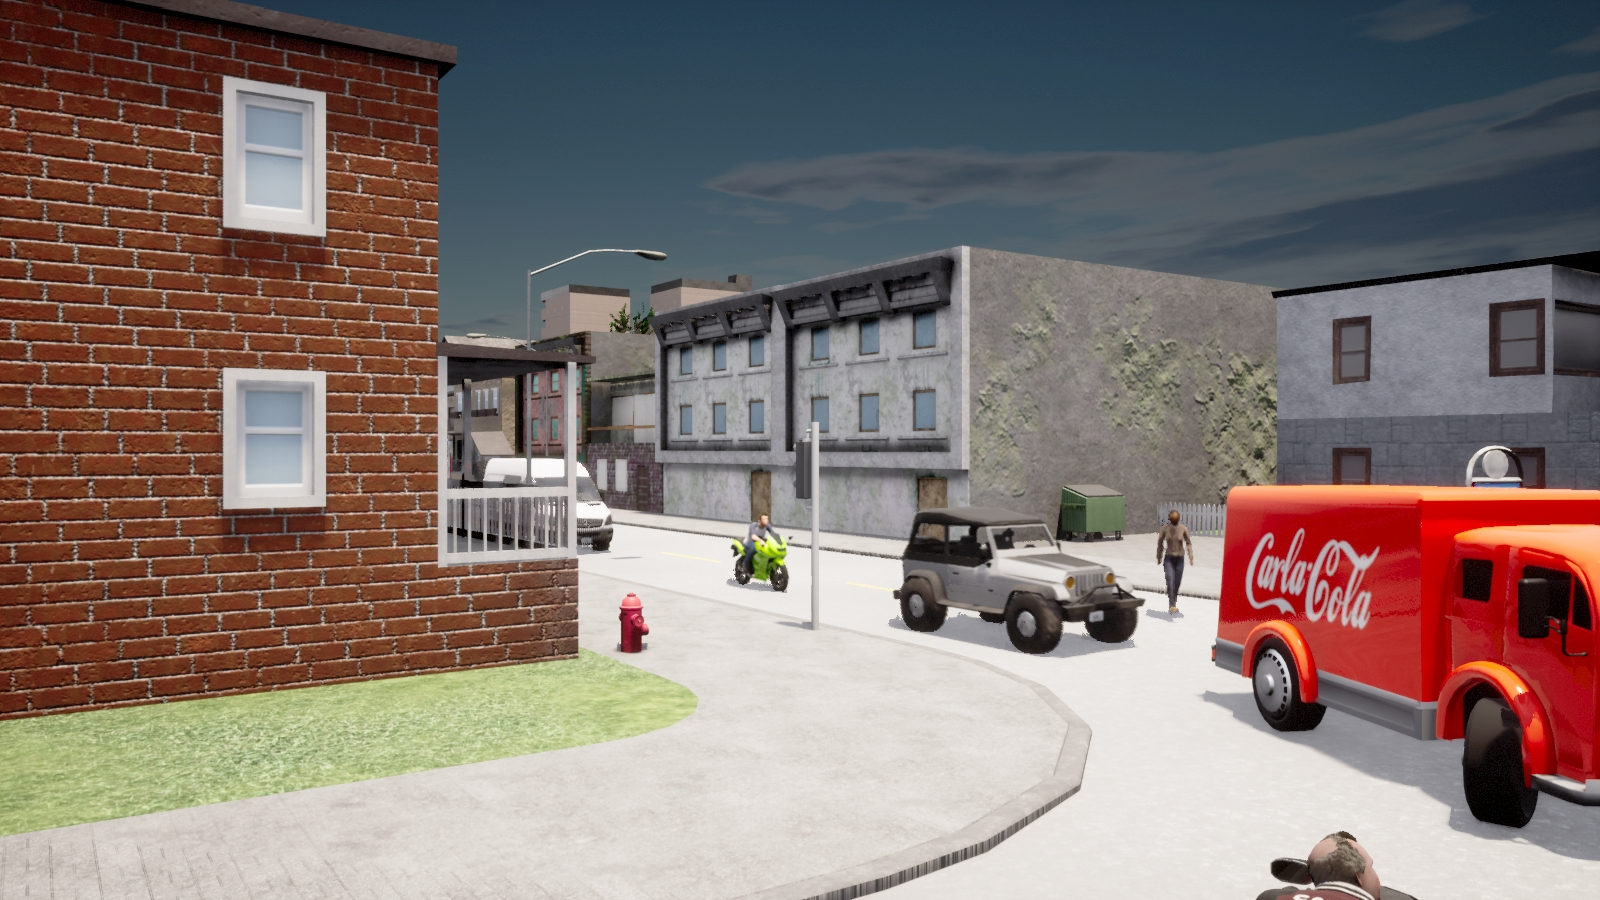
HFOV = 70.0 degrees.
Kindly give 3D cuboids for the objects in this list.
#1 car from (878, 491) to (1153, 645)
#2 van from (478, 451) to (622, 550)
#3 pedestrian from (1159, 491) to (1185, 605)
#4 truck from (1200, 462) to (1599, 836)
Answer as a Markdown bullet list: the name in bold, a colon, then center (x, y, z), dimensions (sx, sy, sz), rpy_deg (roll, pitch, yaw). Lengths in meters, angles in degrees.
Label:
- **car**: center (3.128, 1.637, 17.250), dimensions (1.905, 1.878, 3.866), rpy_deg (0, 0, -35)
- **van**: center (-7.285, 1.314, 32.777), dimensions (1.988, 2.561, 5.915), rpy_deg (0, 0, -34)
- **pedestrian**: center (6.222, 1.628, 19.124), dimensions (0.375, 1.860, 0.375), rpy_deg (0, 0, 11)
- **truck**: center (6.072, 1.355, 10.336), dimensions (2.627, 2.467, 5.204), rpy_deg (0, 0, -6)
